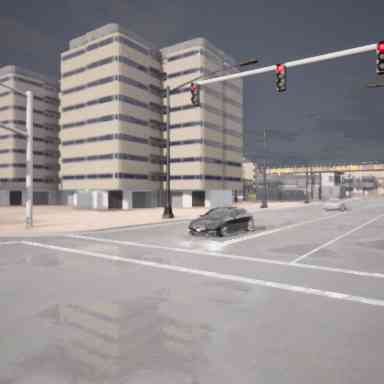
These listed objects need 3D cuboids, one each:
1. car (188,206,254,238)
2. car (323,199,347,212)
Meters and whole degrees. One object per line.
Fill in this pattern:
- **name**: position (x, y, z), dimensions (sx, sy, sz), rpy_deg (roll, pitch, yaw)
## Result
- **car**: position (1.703, 1.556, 17.870), dimensions (1.837, 1.490, 4.892), rpy_deg (0, 0, 35)
- **car**: position (16.939, 1.521, 39.441), dimensions (1.812, 1.442, 4.674), rpy_deg (0, 0, 35)
